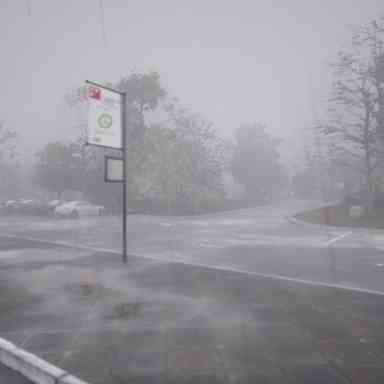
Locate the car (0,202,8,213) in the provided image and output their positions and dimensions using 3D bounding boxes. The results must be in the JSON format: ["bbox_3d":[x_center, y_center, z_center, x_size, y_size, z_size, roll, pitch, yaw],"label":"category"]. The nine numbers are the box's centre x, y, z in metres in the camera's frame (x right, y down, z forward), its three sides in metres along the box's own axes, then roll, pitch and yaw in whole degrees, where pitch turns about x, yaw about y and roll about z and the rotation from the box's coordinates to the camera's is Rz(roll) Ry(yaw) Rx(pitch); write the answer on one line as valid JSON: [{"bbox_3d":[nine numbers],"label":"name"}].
[{"bbox_3d":[-17.739,1.493,35.196,2.002,1.452,4.674,0,0,36],"label":"car"}]

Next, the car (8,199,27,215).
[{"bbox_3d":[-15.075,1.455,33.290,2.231,1.521,4.892,0,0,36],"label":"car"}]

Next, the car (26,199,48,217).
[{"bbox_3d":[-12.405,1.455,31.396,2.097,1.535,5.008,0,0,36],"label":"car"}]

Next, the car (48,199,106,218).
[{"bbox_3d":[-9.848,1.496,29.560,2.002,1.452,4.674,0,0,36],"label":"car"}]
